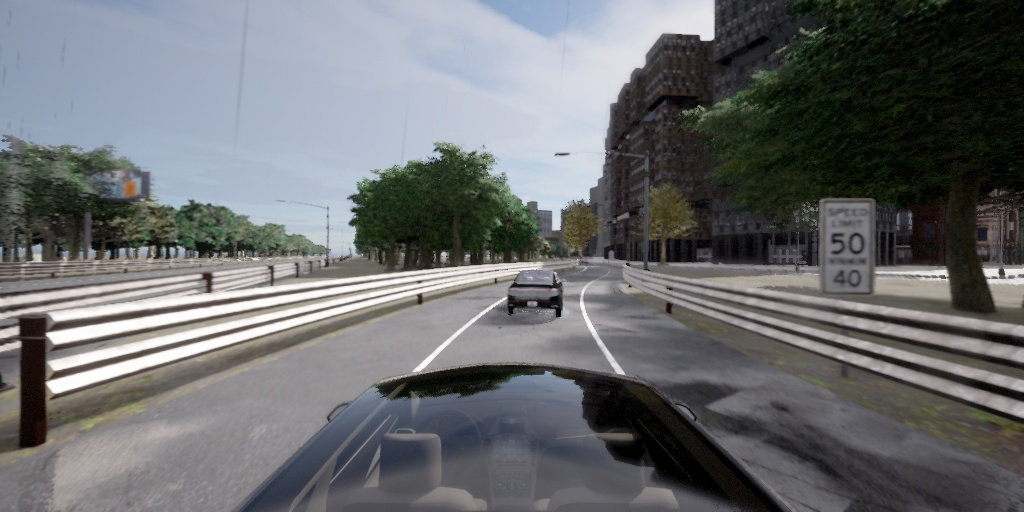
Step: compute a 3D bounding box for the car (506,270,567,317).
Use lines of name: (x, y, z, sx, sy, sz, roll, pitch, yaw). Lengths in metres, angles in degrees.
car: (0.978, 1.254, 13.367, 2.128, 1.511, 4.902, 0, 0, 8)
